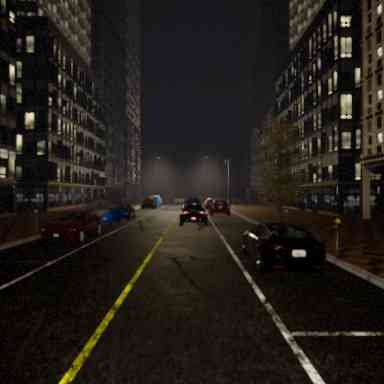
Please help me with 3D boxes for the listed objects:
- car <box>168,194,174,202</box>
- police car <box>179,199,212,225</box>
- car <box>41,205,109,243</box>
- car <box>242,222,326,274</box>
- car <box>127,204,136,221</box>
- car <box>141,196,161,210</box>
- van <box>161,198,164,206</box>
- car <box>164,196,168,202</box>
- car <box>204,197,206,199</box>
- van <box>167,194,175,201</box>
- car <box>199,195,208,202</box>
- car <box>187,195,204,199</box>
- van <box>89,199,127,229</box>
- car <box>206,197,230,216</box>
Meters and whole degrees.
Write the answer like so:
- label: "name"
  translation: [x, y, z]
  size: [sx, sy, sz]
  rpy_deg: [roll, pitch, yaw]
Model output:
- label: "car"
  translation: [-5.679, 1.636, 78.599]
  size: [1.752, 1.417, 4.829]
  rpy_deg: [0, 0, 0]
- label: "police car"
  translation: [0.105, 1.551, 24.303]
  size: [2.038, 1.542, 4.974]
  rpy_deg: [0, 0, 0]
- label: "car"
  translation: [-5.685, 1.573, 16.155]
  size: [1.887, 1.381, 4.507]
  rpy_deg: [0, 0, 0]
- label: "car"
  translation: [2.695, 1.585, 10.450]
  size: [1.947, 1.339, 4.313]
  rpy_deg: [0, 0, 0]
- label: "car"
  translation: [-5.684, 1.628, 27.540]
  size: [1.802, 1.307, 4.206]
  rpy_deg: [0, 0, 0]
- label: "car"
  translation: [-5.682, 1.510, 44.616]
  size: [1.967, 1.590, 4.097]
  rpy_deg: [0, 0, 0]
- label: "van"
  translation: [-5.681, 1.418, 50.309]
  size: [1.690, 1.788, 3.998]
  rpy_deg: [0, 0, 0]
- label: "car"
  translation: [-5.681, 1.650, 56.001]
  size: [1.947, 1.339, 4.313]
  rpy_deg: [0, 0, 0]
- label: "car"
  translation: [2.698, 1.652, 44.601]
  size: [1.802, 1.307, 4.206]
  rpy_deg: [0, 0, 0]
- label: "van"
  translation: [-5.677, 1.463, 90.154]
  size: [1.690, 1.788, 3.998]
  rpy_deg: [0, 0, 0]
- label: "car"
  translation: [2.702, 1.551, 78.752]
  size: [1.967, 1.590, 4.097]
  rpy_deg: [0, 0, 0]
- label: "car"
  translation: [0.104, 1.417, 41.174]
  size: [2.097, 1.767, 4.553]
  rpy_deg: [0, 0, 0]
- label: "van"
  translation: [-5.684, 1.379, 21.848]
  size: [1.690, 1.788, 3.998]
  rpy_deg: [0, 0, 0]
- label: "car"
  translation: [2.698, 1.495, 33.217]
  size: [1.967, 1.590, 4.097]
  rpy_deg: [0, 0, 0]
